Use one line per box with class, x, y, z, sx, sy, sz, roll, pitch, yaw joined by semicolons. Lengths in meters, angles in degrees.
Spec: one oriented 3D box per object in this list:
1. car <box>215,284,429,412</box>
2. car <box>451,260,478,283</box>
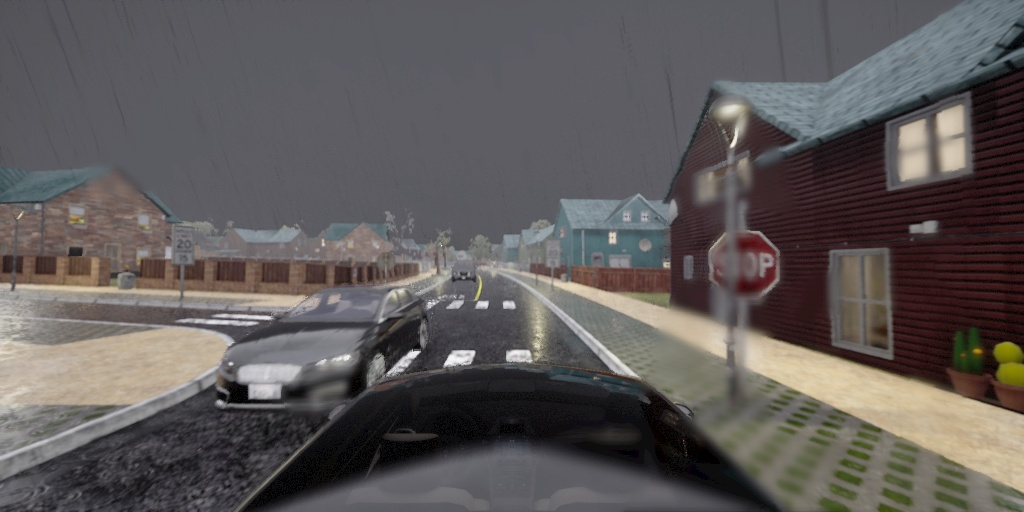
car;-2.822;1.297;6.507;2.128;1.511;4.902;0;-1;-1
car;-4.349;1.421;32.865;2.150;2.045;5.566;0;1;-6
